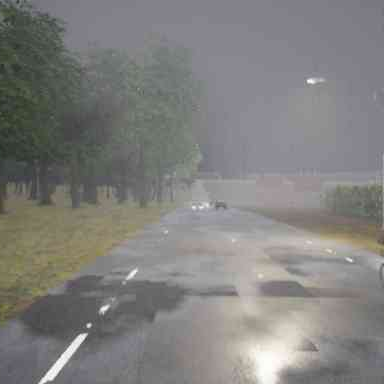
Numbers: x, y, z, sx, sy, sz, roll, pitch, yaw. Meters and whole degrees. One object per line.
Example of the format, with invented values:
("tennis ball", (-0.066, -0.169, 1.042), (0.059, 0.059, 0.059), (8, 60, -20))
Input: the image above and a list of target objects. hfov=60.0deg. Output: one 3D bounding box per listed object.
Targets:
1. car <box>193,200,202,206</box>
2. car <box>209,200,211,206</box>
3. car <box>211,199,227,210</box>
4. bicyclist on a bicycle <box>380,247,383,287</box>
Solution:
("car", (1.102, 2.221, 67.844), (1.895, 1.301, 4.718), (1, -1, 1))
("car", (4.670, 2.249, 71.846), (2.128, 1.511, 4.902), (1, -1, 1))
("car", (4.442, 1.953, 52.143), (1.837, 1.490, 4.892), (1, 0, 1))
("bicyclist on a bicycle", (4.560, 1.513, 7.260), (0.582, 1.620, 1.656), (1, 0, 1))
